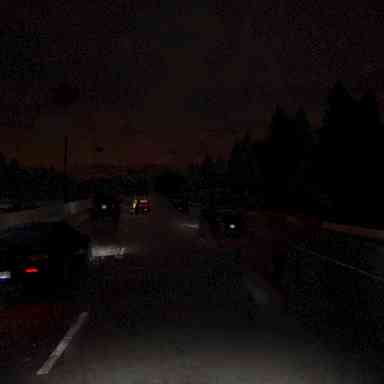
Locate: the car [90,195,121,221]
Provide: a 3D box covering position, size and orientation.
[{"bbox_3d":[-7.071,1.221,27.306,2.150,2.045,5.566,0,0,-11],"label":"car"}]

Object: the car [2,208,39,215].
[{"bbox_3d":[-14.644,1.601,28.466,1.895,1.301,4.718,0,0,-12],"label":"car"}]

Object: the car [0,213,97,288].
[{"bbox_3d":[-4.051,1.525,9.067,1.812,1.442,4.674,0,0,-6],"label":"car"}]

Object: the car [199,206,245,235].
[{"bbox_3d":[1.615,1.526,18.936,1.812,1.442,4.674,0,0,-10],"label":"car"}]

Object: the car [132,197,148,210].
[{"bbox_3d":[-6.884,1.477,43.975,1.882,1.535,5.008,0,0,-11],"label":"car"}]

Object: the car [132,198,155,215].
[{"bbox_3d":[-4.901,1.491,34.176,2.128,1.511,4.902,0,0,-11],"label":"car"}]

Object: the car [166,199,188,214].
[{"bbox_3d":[-1.691,1.478,35.988,1.882,1.535,5.008,0,0,-11],"label":"car"}]
